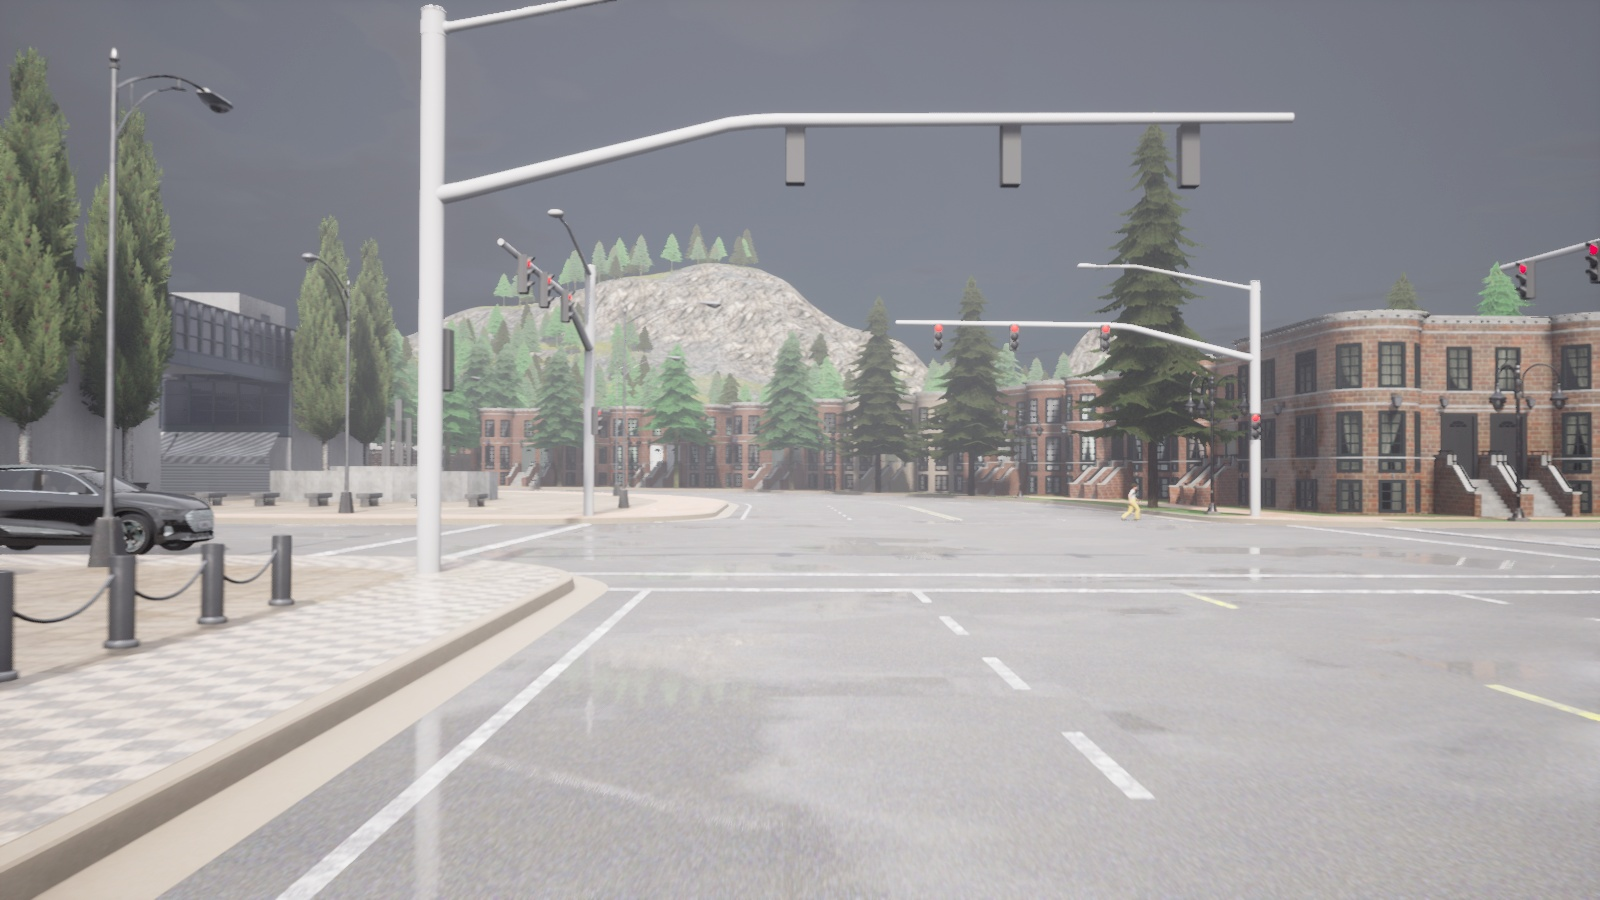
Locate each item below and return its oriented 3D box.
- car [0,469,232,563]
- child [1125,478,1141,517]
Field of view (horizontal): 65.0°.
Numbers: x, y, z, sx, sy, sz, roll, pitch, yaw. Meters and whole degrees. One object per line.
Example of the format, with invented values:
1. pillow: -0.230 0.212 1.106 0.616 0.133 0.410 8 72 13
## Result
1. car: -13.364 1.185 23.139 4.856 1.649 2.033 0 -1 -1
2. child: 10.612 1.512 40.042 0.437 1.263 0.270 0 -1 1
